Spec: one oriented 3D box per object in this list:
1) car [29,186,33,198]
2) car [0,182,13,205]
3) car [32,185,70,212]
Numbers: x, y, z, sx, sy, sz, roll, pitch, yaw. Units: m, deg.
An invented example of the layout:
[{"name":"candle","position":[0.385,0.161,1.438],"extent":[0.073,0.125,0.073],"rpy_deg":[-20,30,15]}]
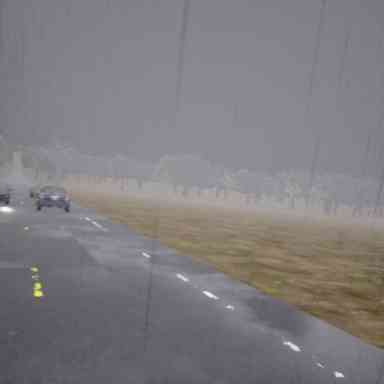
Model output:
[{"name":"car","position":[-16.443,-0.082,35.984],"extent":[1.994,1.385,4.181],"rpy_deg":[6,0,-28]},{"name":"car","position":[-14.467,0.006,24.648],"extent":[1.882,1.535,5.008],"rpy_deg":[6,0,-28]},{"name":"car","position":[-10.134,0.347,24.092],"extent":[2.097,1.767,4.553],"rpy_deg":[6,0,-28]}]
